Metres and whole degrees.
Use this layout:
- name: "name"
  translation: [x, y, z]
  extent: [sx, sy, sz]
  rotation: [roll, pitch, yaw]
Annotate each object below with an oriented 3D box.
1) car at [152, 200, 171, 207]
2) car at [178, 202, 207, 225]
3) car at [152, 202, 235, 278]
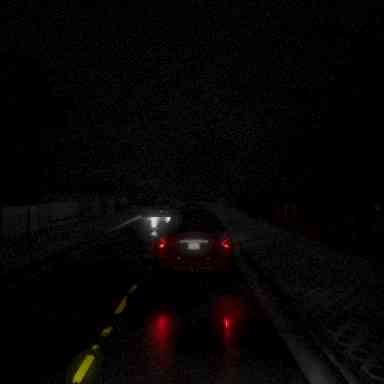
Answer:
- name: "car"
  translation: [-2.840, 1.575, 33.096]
  extent: [1.837, 1.490, 4.892]
  rotation: [0, 0, 0]
- name: "car"
  translation: [0.061, 1.586, 25.769]
  extent: [2.033, 1.411, 5.357]
  rotation: [0, 0, 0]
- name: "car"
  translation: [0.058, 1.350, 10.272]
  extent: [2.097, 1.767, 4.553]
  rotation: [0, 0, 0]
